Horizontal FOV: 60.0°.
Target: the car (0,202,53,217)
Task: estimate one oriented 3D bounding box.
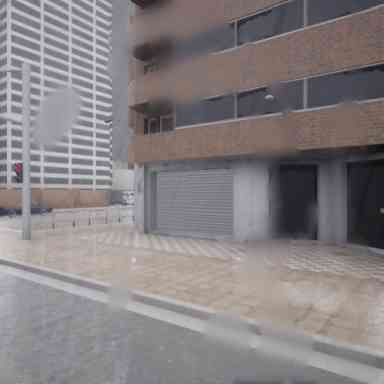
[{"bbox_3d":[-15.608,1.601,31.018,1.895,1.301,4.718,0,0,36],"label":"car"}]
